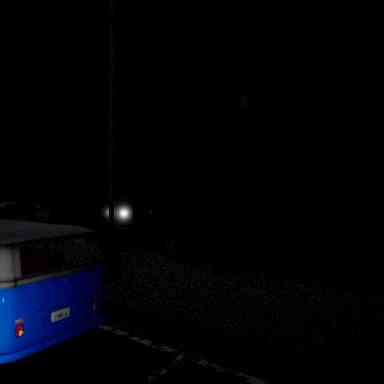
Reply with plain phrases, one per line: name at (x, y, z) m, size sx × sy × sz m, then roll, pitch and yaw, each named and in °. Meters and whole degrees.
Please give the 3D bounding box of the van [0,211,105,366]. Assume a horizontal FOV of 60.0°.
van at (-3.196, 1.341, 5.357) m, size 3.998 × 1.788 × 1.690 m, roll 0°, pitch 0°, yaw 36°

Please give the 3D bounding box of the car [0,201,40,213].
car at (-15.406, 1.517, 28.504) m, size 1.812 × 1.442 × 4.674 m, roll 0°, pitch 0°, yaw 33°
